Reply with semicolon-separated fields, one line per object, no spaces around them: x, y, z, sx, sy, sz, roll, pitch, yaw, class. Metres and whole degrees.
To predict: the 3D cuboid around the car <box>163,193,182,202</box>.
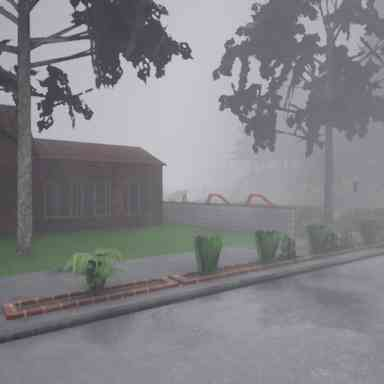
-3.796;1.259;56.168;2.150;2.045;5.566;0;0;-36;car

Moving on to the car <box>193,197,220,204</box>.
2.349;1.523;54.453;2.033;1.411;5.357;0;0;-36;car

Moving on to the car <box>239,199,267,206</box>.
7.373;1.542;40.388;1.994;1.385;4.181;0;0;-36;car
